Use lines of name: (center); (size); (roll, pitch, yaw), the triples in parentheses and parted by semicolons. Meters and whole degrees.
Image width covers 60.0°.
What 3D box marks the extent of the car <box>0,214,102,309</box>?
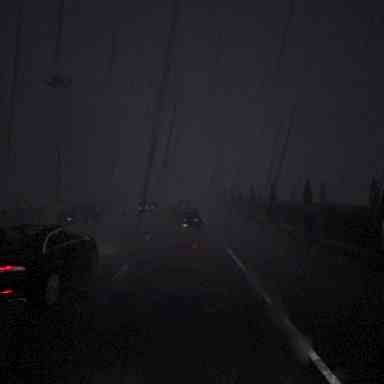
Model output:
car: (-3.623, 1.503, 7.821); (2.128, 1.511, 4.902); (0, 0, -1)

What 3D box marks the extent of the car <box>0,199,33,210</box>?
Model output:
car: (-18.536, 1.584, 34.133); (1.812, 1.442, 4.674); (0, 0, -2)

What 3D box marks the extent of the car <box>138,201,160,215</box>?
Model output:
car: (-4.327, 1.567, 33.793); (2.033, 1.411, 5.357); (0, 0, -2)

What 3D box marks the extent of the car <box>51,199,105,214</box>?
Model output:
car: (-7.510, 1.503, 22.641); (1.882, 1.535, 5.008); (0, 0, -2)

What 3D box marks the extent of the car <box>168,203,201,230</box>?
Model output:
car: (-0.458, 1.607, 20.924); (1.895, 1.301, 4.718); (0, 0, -2)

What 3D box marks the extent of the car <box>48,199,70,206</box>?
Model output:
car: (-15.161, 1.542, 38.642); (2.128, 1.511, 4.902); (0, 0, -2)

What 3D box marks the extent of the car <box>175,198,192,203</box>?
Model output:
car: (-1.035, 1.516, 41.131); (1.837, 1.490, 4.892); (0, 0, -2)

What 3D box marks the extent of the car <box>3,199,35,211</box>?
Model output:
car: (-22.279, 1.635, 42.963); (1.994, 1.385, 4.181); (0, 0, -1)

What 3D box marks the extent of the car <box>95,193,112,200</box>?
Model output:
car: (-19.624, 1.292, 75.377); (2.150, 2.045, 5.566); (0, 0, -2)

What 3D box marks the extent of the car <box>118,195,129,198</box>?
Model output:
car: (-16.225, 1.560, 78.991); (1.837, 1.490, 4.892); (0, 0, -2)
